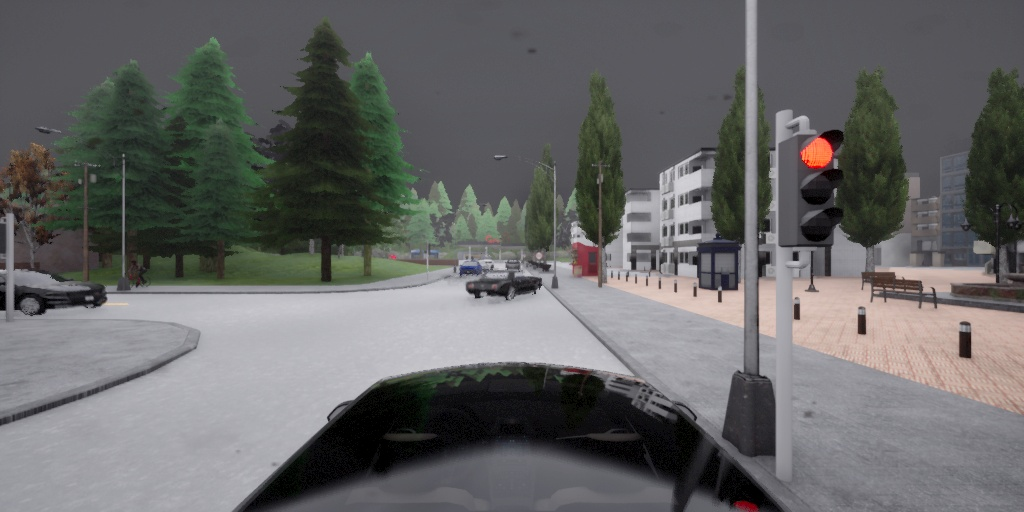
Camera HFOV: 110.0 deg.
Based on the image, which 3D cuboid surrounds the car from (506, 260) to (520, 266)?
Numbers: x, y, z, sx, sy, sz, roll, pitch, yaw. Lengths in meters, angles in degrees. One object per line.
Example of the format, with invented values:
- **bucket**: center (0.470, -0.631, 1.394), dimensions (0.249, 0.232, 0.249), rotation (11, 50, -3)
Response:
- **car**: center (0.124, 1.235, 48.271), dimensions (2.128, 1.511, 4.902), rotation (0, 0, 0)

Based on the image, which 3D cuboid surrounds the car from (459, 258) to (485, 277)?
- **car**: center (-4.089, 1.223, 35.828), dimensions (1.882, 1.535, 5.008), rotation (0, 0, 0)

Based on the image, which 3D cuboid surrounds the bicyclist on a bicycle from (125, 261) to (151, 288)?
- **bicyclist on a bicycle**: center (-22.137, 1.097, 21.136), dimensions (0.582, 1.620, 1.656), rotation (0, 0, 0)

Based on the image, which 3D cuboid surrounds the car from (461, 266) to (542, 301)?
- **car**: center (-0.215, 1.349, 17.478), dimensions (1.895, 1.301, 4.718), rotation (0, 0, 27)

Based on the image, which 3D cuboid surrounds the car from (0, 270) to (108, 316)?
- **car**: center (-17.502, 1.226, 12.733), dimensions (5.008, 1.535, 1.882), rotation (0, 0, 0)

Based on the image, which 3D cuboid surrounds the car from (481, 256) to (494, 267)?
- **car**: center (-4.025, 0.964, 56.389), dimensions (2.150, 2.045, 5.566), rotation (0, 0, 0)

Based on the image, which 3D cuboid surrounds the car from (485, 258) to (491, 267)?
- **car**: center (-4.070, 1.270, 45.989), dimensions (1.812, 1.442, 4.674), rotation (0, 0, 0)
